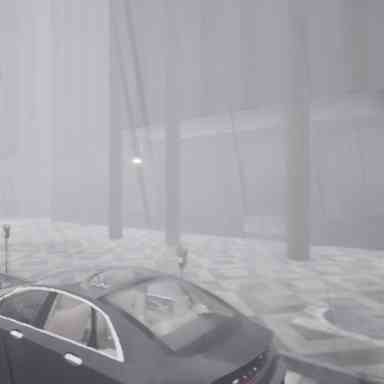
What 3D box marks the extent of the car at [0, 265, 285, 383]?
[{"bbox_3d":[-1.200,1.550,3.820,4.403,1.369,2.008,0,0,35],"label":"car"}]
